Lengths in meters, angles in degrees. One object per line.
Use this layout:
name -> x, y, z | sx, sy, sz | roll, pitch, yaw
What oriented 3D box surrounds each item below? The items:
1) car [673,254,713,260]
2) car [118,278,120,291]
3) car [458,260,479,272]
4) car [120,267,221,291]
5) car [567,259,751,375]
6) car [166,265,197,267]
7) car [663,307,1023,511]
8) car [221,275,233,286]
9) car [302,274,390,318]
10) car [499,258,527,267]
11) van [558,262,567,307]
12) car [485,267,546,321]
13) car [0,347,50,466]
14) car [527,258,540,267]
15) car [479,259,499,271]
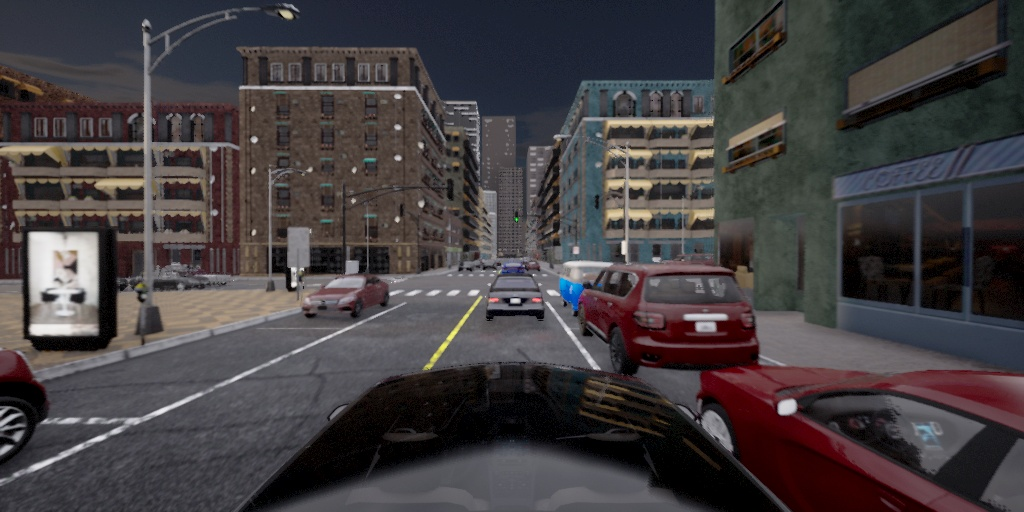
car -> 15.770, 0.757, 32.427 | 5.009, 1.841, 2.192 | 0, 0, 0
car -> -27.964, 1.700, 23.601 | 4.403, 1.370, 2.007 | 0, 0, 0
car -> -5.695, 1.285, 45.278 | 1.948, 1.339, 4.313 | 0, 0, 0
car -> -22.395, 1.619, 23.641 | 4.403, 1.370, 2.007 | 0, 0, 0
car -> 2.688, 1.060, 7.345 | 2.192, 1.841, 5.009 | 0, 0, 0
car -> -30.263, 1.549, 32.224 | 4.097, 1.591, 1.967 | 0, 0, 0
car -> 2.689, 1.295, 1.817 | 1.888, 1.381, 4.507 | 0, 0, 0
car -> -23.439, 1.661, 26.348 | 4.718, 1.301, 1.895 | -1, 0, 0
car -> -5.693, 1.322, 12.873 | 1.802, 1.307, 4.207 | 0, 0, 0
car -> 0.099, 1.204, 31.228 | 1.882, 1.535, 5.008 | 0, 0, 0
van -> 2.688, 1.081, 12.873 | 1.690, 1.789, 3.998 | 0, 0, 0
car -> 0.099, 1.288, 12.422 | 2.033, 1.411, 5.357 | 0, 0, 0
car -> -5.692, 1.190, 1.817 | 1.967, 1.591, 4.097 | 0, 0, 0
car -> 2.686, 1.301, 45.267 | 1.802, 1.307, 4.207 | 0, 0, 0
car -> -3.081, 1.222, 49.386 | 1.837, 1.490, 4.892 | 0, 0, 0
